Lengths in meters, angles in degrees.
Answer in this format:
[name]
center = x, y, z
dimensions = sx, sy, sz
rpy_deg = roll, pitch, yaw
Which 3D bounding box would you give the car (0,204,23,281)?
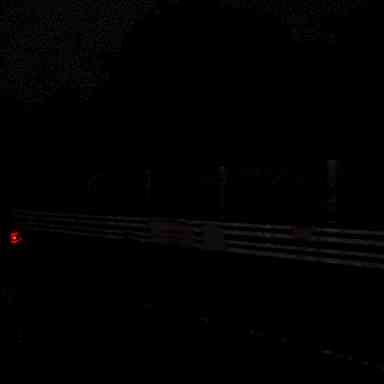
[car]
center = -6.716, 1.276, 8.858
dimensions = 5.566, 2.045, 2.150
rpy_deg = 0, 0, 36
